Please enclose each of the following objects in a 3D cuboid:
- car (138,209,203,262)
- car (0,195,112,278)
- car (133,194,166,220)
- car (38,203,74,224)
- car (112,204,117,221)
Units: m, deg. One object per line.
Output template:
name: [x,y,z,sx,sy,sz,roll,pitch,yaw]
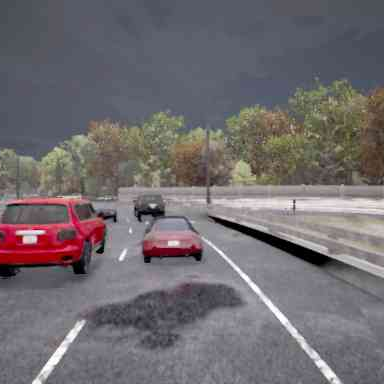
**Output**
car: [-0.787,1.543,12.175,1.994,1.385,4.181,0,0,-7]
car: [-4.070,1.216,10.419,2.150,2.045,5.566,0,0,-6]
car: [-3.546,1.188,27.362,2.150,2.045,5.566,0,0,-14]
car: [-10.344,1.600,25.696,1.895,1.301,4.718,0,0,-14]
car: [-6.906,1.583,26.346,1.895,1.301,4.718,0,0,-14]
